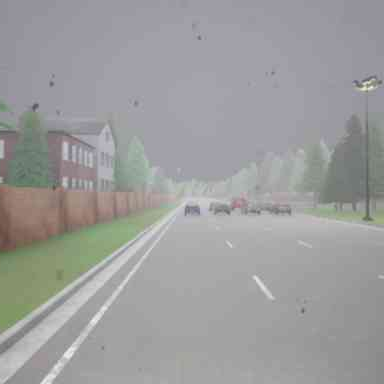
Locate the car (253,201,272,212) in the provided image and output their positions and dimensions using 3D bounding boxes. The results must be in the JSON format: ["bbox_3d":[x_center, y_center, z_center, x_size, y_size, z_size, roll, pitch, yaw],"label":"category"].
[{"bbox_3d":[10.497,2.142,49.963,1.994,1.385,4.181,0,-1,0],"label":"car"}]

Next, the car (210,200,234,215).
[{"bbox_3d":[3.551,1.969,40.151,1.837,1.490,4.892,0,-1,0],"label":"car"}]

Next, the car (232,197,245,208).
[{"bbox_3d":[6.996,1.809,50.820,2.150,2.045,5.566,0,-1,0],"label":"car"}]

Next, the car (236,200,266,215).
[{"bbox_3d":[7.054,2.015,40.362,2.033,1.411,5.357,0,-1,0],"label":"car"}]

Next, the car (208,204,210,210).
[{"bbox_3d":[3.496,2.125,49.955,2.033,1.411,5.357,0,-1,0],"label":"car"}]

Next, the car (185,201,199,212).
[{"bbox_3d":[-0.002,2.143,50.079,1.994,1.385,4.181,0,-1,0],"label":"car"}]

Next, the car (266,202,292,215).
[{"bbox_3d":[10.549,1.955,39.974,2.128,1.511,4.902,0,-1,0],"label":"car"}]

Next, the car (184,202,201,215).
[{"bbox_3d":[0.046,1.935,39.575,1.882,1.535,5.008,0,-1,0],"label":"car"}]
